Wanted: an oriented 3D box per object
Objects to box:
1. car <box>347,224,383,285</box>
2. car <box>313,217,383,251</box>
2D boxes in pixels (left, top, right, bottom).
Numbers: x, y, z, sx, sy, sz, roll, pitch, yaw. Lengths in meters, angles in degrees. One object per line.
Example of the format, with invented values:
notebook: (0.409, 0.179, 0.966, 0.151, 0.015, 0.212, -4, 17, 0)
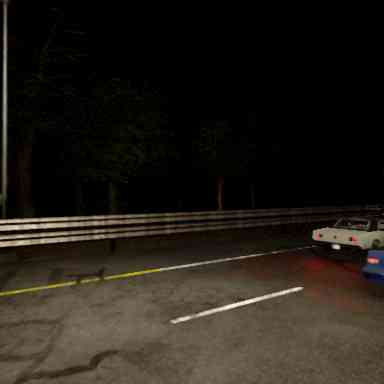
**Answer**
car: (6.352, 1.578, 8.282, 5.357, 1.411, 2.033, 0, 0, -36)
car: (6.880, 1.642, 12.966, 4.718, 1.301, 1.895, 0, 0, -36)
